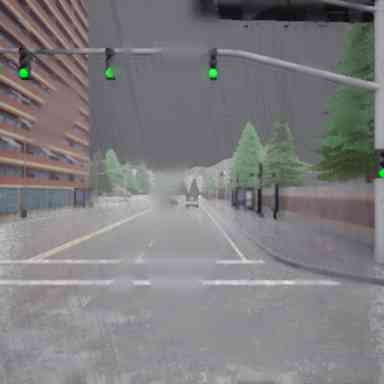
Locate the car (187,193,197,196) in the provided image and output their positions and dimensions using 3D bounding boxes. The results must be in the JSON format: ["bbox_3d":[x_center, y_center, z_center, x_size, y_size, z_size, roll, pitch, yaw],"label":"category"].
[{"bbox_3d":[-0.010,1.229,57.430,2.150,2.045,5.566,0,0,0],"label":"car"}]

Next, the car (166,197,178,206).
[{"bbox_3d":[-3.513,1.608,57.428,1.895,1.301,4.718,0,0,-6],"label":"car"}]

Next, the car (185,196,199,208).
[{"bbox_3d":[-0.008,1.607,47.767,1.895,1.301,4.718,0,0,0],"label":"car"}]

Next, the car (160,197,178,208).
[{"bbox_3d":[-3.508,1.511,48.322,1.837,1.490,4.892,0,0,0],"label":"car"}]
